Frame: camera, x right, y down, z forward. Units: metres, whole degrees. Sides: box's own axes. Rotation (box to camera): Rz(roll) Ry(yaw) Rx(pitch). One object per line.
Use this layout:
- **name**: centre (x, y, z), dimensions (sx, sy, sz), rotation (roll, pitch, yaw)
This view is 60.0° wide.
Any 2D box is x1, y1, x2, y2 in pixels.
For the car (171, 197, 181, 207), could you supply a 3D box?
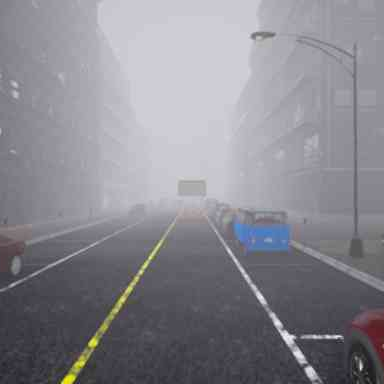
- **car**: centre (-2.996, 2.167, 64.588), dimensions (1.812, 1.442, 4.674), rotation (0, -1, 1)

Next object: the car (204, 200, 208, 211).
- **car**: centre (2.708, 1.915, 36.063), dimensions (2.008, 1.369, 4.403), rotation (0, -1, 0)

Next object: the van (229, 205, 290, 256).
- **van**: centre (2.698, 1.480, 13.521), dimensions (1.690, 1.788, 3.998), rotation (0, -1, 0)

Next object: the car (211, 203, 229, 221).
- **car**: centre (2.703, 1.797, 24.791), dimensions (1.887, 1.381, 4.507), rotation (0, -1, 0)

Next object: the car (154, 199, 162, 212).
- **car**: centre (-5.667, 1.999, 47.173), dimensions (1.752, 1.417, 4.829), rotation (0, -1, 0)

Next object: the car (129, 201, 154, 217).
- **car**: centre (-5.673, 1.931, 36.070), dimensions (1.947, 1.339, 4.313), rotation (0, -1, 0)

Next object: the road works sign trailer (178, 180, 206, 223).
- **road works sign trailer**: centre (0.013, 0.754, 28.572), dimensions (2.380, 3.560, 2.880), rotation (0, -1, 0)

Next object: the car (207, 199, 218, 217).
- **car**: centre (2.706, 1.748, 30.429), dimensions (1.967, 1.590, 4.097), rotation (0, -1, 0)

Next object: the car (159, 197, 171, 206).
- **car**: centre (-5.656, 2.008, 69.891), dimensions (2.192, 1.841, 5.009), rotation (0, -1, 0)

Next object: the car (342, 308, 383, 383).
- **car**: centre (2.693, 1.464, 2.248), dimensions (1.967, 1.590, 4.097), rotation (0, -1, 0)

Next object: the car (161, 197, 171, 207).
- **car**: centre (-5.660, 2.079, 64.253), dimensions (1.967, 1.590, 4.097), rotation (0, -1, 0)

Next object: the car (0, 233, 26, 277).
- **car**: centre (-5.686, 1.627, 7.890), dimensions (1.887, 1.381, 4.507), rotation (0, -1, 0)

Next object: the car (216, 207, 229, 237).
- **car**: centre (2.700, 1.761, 19.155), dimensions (1.947, 1.339, 4.313), rotation (0, -1, 0)

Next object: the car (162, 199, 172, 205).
- **car**: centre (-5.655, 2.330, 75.524), dimensions (1.802, 1.307, 4.206), rotation (0, -1, 0)

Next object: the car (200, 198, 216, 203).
- **car**: centre (2.715, 1.790, 47.338), dimensions (2.192, 1.841, 5.009), rotation (0, -1, 0)
